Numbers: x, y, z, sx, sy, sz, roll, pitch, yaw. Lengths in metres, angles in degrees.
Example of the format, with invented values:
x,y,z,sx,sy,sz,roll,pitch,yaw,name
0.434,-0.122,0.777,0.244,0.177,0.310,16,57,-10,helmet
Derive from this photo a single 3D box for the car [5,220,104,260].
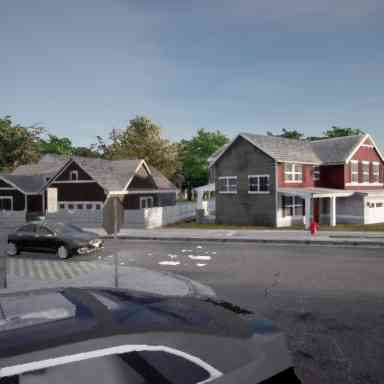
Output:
x,y,z,sx,sy,sz,roll,pitch,yaw,name
-6.245,2.051,14.858,4.892,1.490,1.837,-1,0,22,car

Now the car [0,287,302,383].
x,y,z,sx,sy,sz,roll,pitch,yaw,name
-1.444,1.492,1.887,4.902,1.511,2.128,0,0,-34,car
